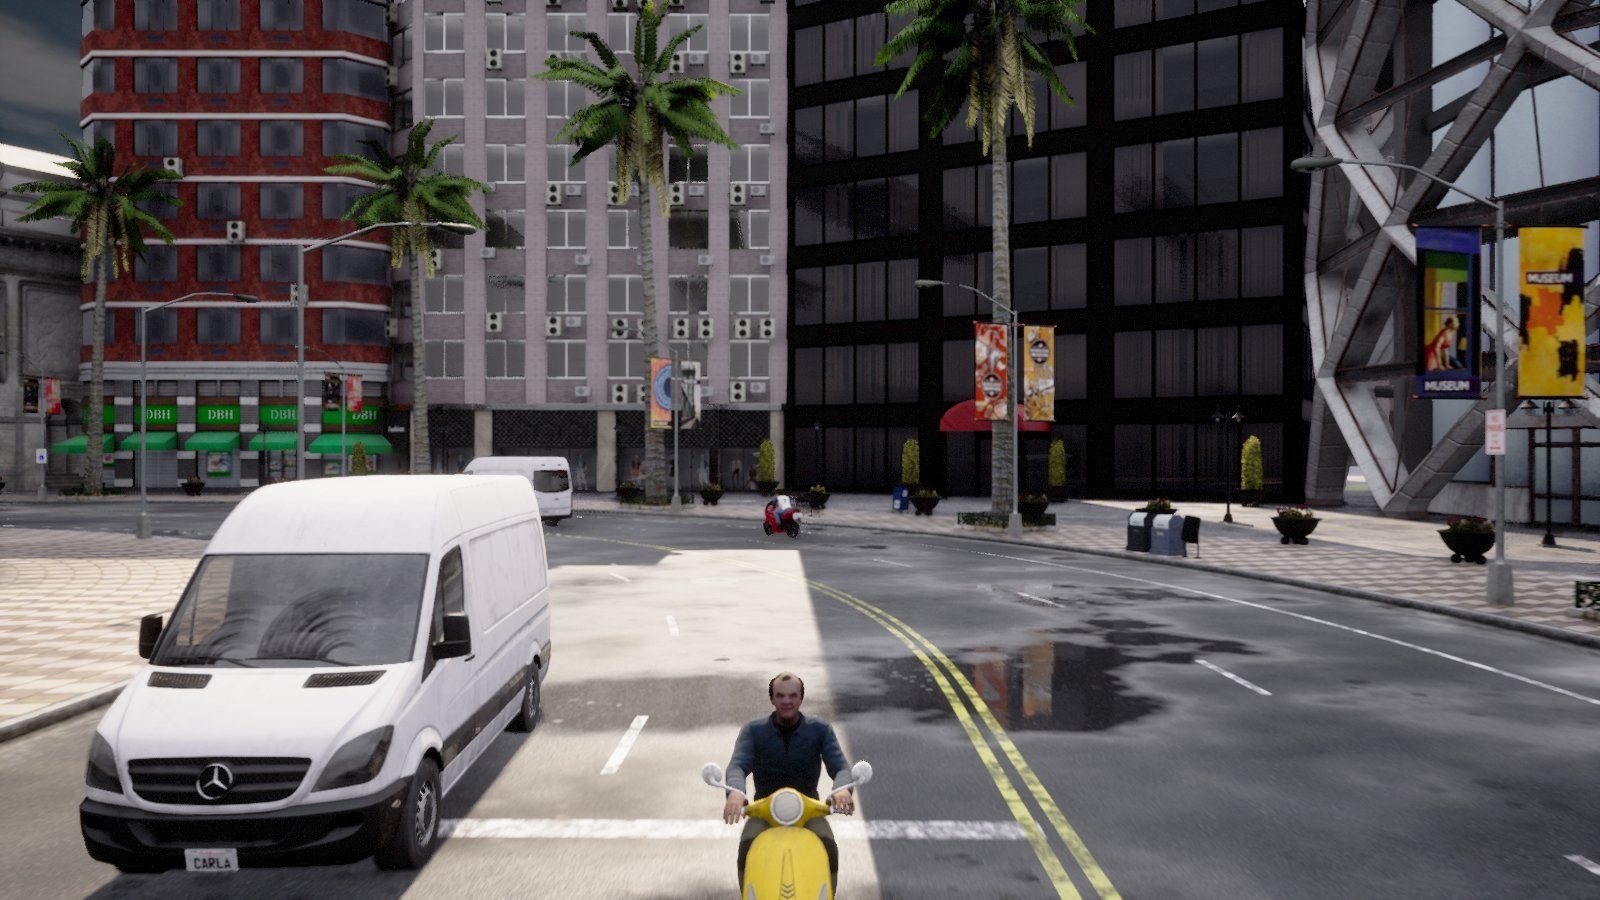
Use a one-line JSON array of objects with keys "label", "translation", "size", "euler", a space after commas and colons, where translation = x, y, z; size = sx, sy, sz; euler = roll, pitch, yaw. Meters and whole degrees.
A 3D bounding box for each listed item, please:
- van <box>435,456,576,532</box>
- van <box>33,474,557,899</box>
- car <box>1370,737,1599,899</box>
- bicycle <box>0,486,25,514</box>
[{"label": "van", "translation": [-10.897, 1.529, 42.020], "size": [5.915, 2.561, 1.988], "euler": [0, 0, 41]}, {"label": "van", "translation": [-3.568, 1.534, 9.631], "size": [1.988, 2.561, 5.915], "euler": [0, 0, -2]}, {"label": "car", "translation": [3.547, 2.033, 2.525], "size": [2.097, 1.535, 5.006], "euler": [0, 0, 0]}, {"label": "bicycle", "translation": [-34.619, 2.200, 50.066], "size": [1.643, 1.196, 0.373], "euler": [0, 0, 28]}]
